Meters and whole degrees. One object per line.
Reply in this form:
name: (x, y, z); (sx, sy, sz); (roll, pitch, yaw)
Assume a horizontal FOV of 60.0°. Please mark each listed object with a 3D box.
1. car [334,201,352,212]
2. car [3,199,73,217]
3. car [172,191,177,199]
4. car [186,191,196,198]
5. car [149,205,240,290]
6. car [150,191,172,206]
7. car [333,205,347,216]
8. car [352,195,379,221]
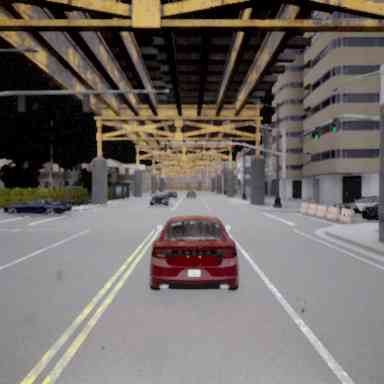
car: (13.573, 0.862, 25.532); (4.536, 1.218, 1.853); (0, 1, 25)
car: (-11.833, 1.170, 25.568); (4.718, 1.301, 1.895); (0, 1, 2)
car: (-3.660, 0.510, 61.622); (2.033, 1.411, 5.357); (0, 1, 0)
car: (-0.156, 0.480, 63.368); (2.033, 1.411, 5.357); (0, 1, 0)
car: (0.053, 1.329, 8.700); (1.882, 1.535, 5.008); (0, 1, 0)
car: (-3.687, 0.915, 38.356); (1.994, 1.385, 4.181); (0, 1, 0)
car: (13.525, 1.019, 25.556); (4.974, 1.542, 2.038); (0, 1, 25)
car: (13.209, 1.089, 21.397); (4.974, 1.542, 2.038); (0, 1, -20)
